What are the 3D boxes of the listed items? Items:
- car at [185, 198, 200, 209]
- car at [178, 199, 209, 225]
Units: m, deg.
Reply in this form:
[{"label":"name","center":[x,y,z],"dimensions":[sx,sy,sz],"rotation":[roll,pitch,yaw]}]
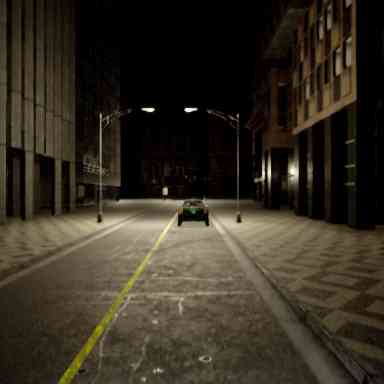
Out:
[{"label":"car","center":[0.075,1.553,45.029],"dimensions":[1.895,1.301,4.718],"rotation":[0,0,0]},{"label":"car","center":[0.088,1.318,23.681],"dimensions":[2.097,1.767,4.553],"rotation":[0,0,0]}]
